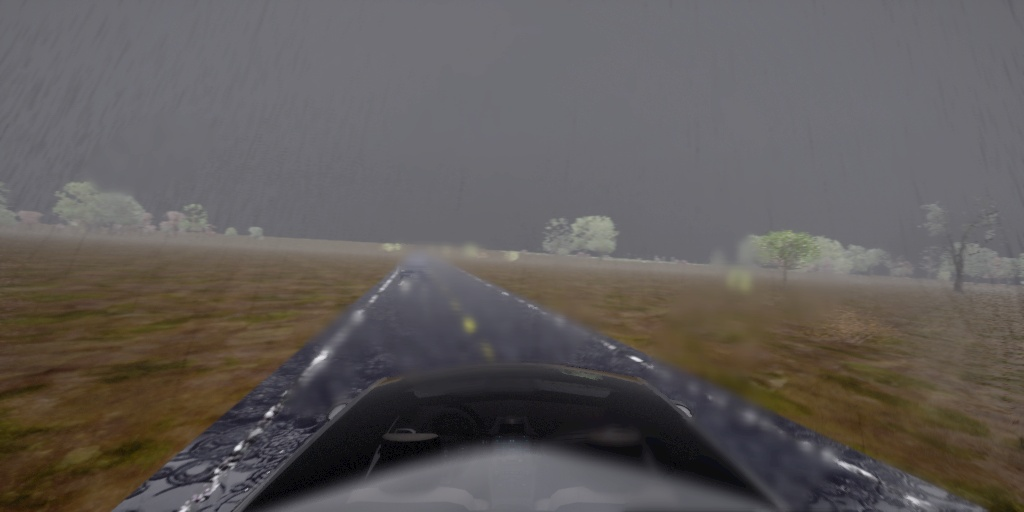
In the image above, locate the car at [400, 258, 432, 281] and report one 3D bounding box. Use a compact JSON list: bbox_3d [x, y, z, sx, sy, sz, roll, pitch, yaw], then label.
[{"bbox_3d":[-6.465,0.829,24.210,2.033,1.411,5.357,3,0,-15],"label":"car"}]
